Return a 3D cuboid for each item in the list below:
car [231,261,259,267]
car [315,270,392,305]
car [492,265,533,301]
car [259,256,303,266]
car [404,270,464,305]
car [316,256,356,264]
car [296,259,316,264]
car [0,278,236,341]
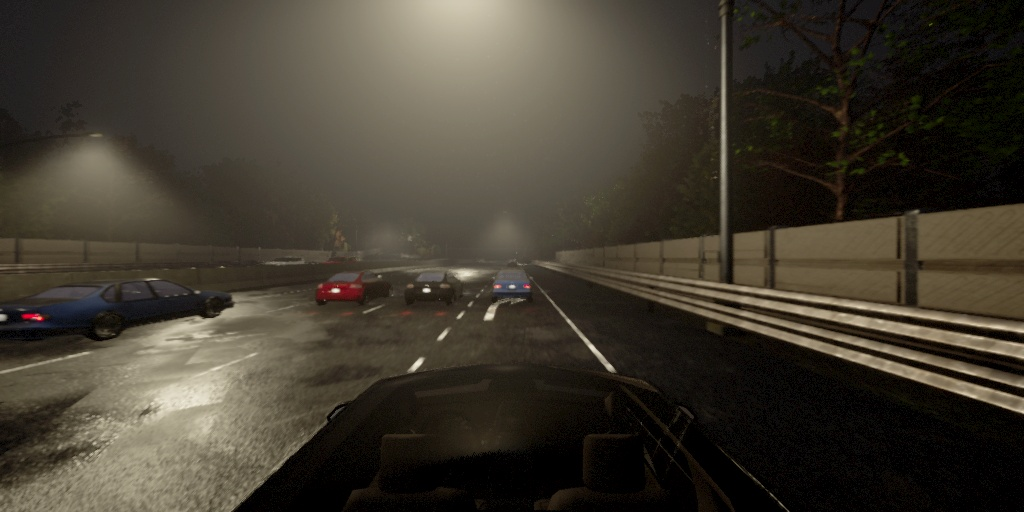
[{"bbox_3d":[-31.521,1.299,43.343,2.128,1.511,4.902,0,0,1],"label":"car"},{"bbox_3d":[-6.888,1.328,16.024,1.994,1.385,4.181,0,0,0],"label":"car"},{"bbox_3d":[0.011,1.320,17.328,2.033,1.411,5.357,0,0,0],"label":"car"},{"bbox_3d":[-28.019,1.035,44.535,2.150,2.045,5.566,0,0,1],"label":"car"},{"bbox_3d":[-3.387,1.332,16.230,1.994,1.385,4.181,0,0,0],"label":"car"},{"bbox_3d":[-21.029,1.039,43.776,2.150,2.045,5.566,0,0,1],"label":"car"},{"bbox_3d":[-24.528,1.384,44.905,1.994,1.385,4.181,0,0,1],"label":"car"},{"bbox_3d":[-10.396,1.299,9.787,2.033,1.411,5.357,0,0,0],"label":"car"}]
